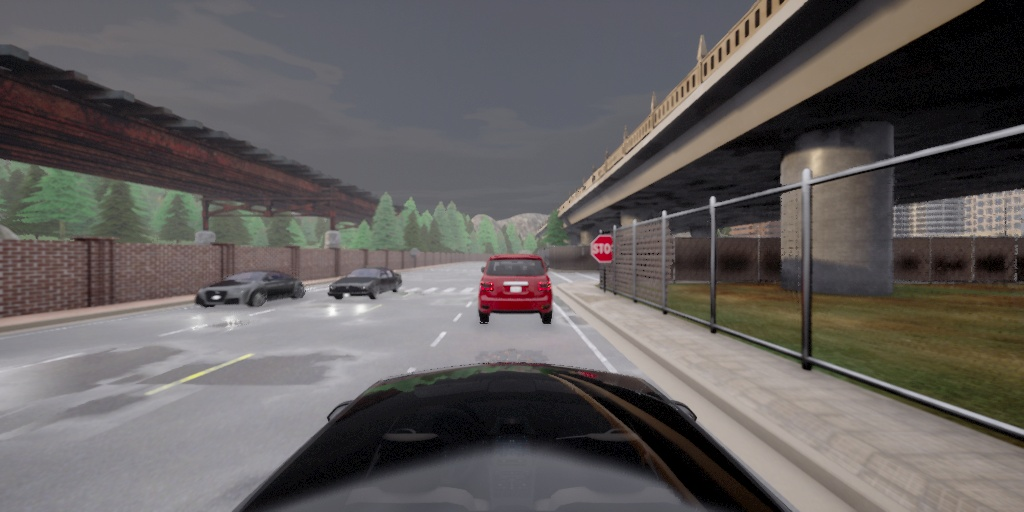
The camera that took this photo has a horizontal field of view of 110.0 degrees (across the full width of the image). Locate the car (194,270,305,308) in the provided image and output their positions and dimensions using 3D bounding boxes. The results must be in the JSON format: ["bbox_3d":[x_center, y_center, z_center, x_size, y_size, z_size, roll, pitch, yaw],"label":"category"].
[{"bbox_3d":[-10.532,1.287,14.778,1.994,1.385,4.181,0,0,1],"label":"car"}]

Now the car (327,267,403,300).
[{"bbox_3d":[-6.998,1.263,17.823,2.033,1.411,5.357,0,0,0],"label":"car"}]

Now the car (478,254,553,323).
[{"bbox_3d":[0.098,0.952,12.199,2.150,2.045,5.566,0,0,0],"label":"car"}]
